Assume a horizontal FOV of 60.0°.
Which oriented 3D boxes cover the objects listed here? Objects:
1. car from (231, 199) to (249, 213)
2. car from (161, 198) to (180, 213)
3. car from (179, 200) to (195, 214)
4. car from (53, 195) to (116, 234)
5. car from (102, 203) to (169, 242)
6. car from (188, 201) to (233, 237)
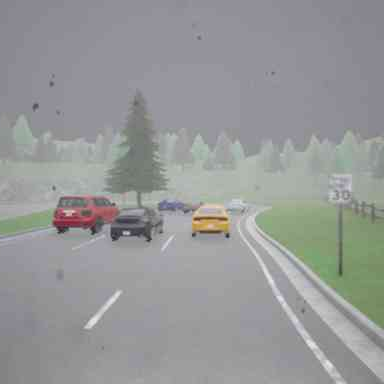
[{"bbox_3d":[5.052,1.490,36.396,1.812,1.442,4.674,0,0,19],"label":"car"},{"bbox_3d":[-2.105,1.441,36.959,1.882,1.535,5.008,0,0,17],"label":"car"},{"bbox_3d":[0.582,1.567,33.957,1.895,1.301,4.718,0,0,17],"label":"car"},{"bbox_3d":[-5.845,1.203,19.192,2.150,2.045,5.566,0,0,6],"label":"car"},{"bbox_3d":[-2.573,1.488,16.450,1.837,1.490,4.892,0,0,5],"label":"car"},{"bbox_3d":[1.084,1.460,18.050,1.882,1.535,5.008,0,0,5],"label":"car"}]
